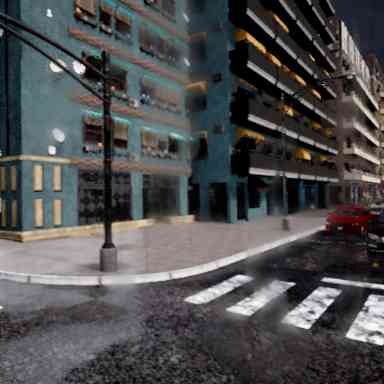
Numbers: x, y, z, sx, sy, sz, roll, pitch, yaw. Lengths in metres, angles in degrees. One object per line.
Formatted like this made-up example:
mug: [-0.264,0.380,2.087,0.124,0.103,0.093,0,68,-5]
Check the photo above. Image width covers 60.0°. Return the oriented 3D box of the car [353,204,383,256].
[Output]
car: [7.687,1.390,12.111,2.128,1.511,4.902,-1,0,38]

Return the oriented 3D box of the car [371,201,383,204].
car: [14.337,1.383,25.666,2.008,1.369,4.403,-1,0,36]

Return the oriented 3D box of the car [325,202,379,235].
car: [8.324,1.457,17.548,1.887,1.381,4.507,-1,0,36]
